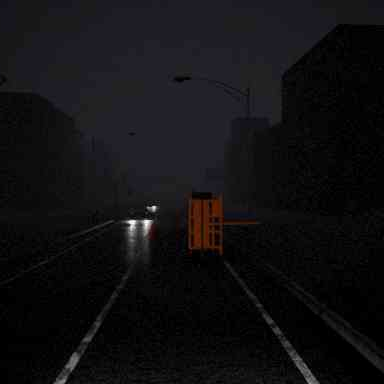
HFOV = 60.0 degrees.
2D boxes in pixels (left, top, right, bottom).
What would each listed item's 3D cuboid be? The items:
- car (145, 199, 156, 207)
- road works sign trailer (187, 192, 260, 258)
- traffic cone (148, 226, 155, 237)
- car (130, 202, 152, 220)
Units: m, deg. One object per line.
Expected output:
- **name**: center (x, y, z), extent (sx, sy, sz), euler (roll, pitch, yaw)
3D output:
- **car**: center (-7.534, 1.918, 60.622), extent (1.994, 1.385, 4.181), euler (0, 2, -5)
- **road works sign trailer**: center (0.820, 1.165, 13.288), extent (2.880, 2.380, 3.560), euler (0, -1, -13)
- **traffic cone**: center (-2.241, 2.183, 18.404), extent (0.340, 0.580, 0.340), euler (-1, -2, -5)
- **car**: center (-5.519, 2.144, 35.529), extent (1.812, 1.442, 4.674), euler (0, -1, -5)
